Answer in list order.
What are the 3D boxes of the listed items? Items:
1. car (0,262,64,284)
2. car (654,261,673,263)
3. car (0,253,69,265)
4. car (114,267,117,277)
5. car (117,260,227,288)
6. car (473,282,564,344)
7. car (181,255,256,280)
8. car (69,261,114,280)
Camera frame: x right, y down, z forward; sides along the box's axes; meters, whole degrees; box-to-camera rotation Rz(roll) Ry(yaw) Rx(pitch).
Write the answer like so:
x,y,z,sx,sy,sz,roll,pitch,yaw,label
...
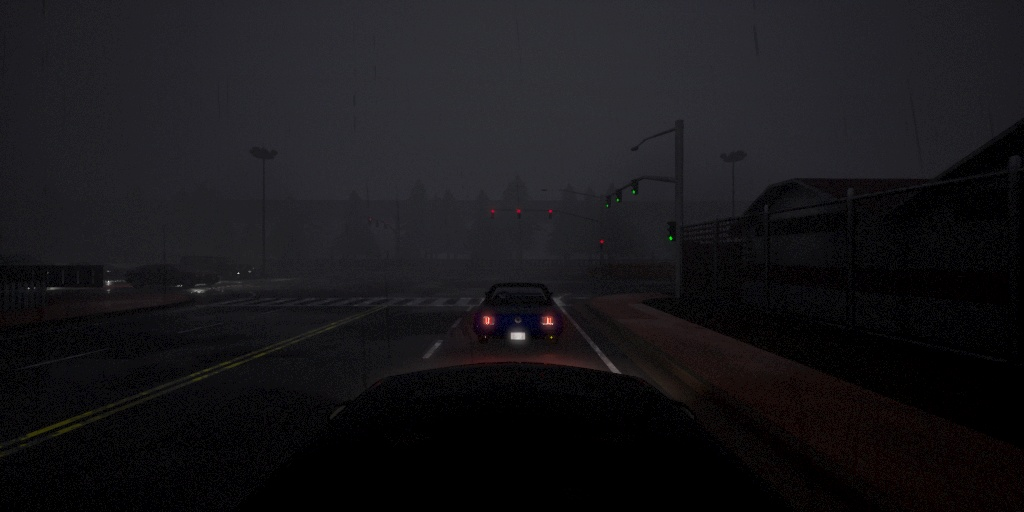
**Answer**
x,y,z,sx,sy,sz,roll,pitch,yaw,label
-32.298,1.285,23.058,4.181,1.385,1.994,1,0,-1,car
17.192,1.276,41.574,4.674,1.442,1.812,0,0,-1,car
-37.119,0.820,26.481,5.566,2.045,2.150,2,0,-1,car
-26.079,1.268,26.663,4.674,1.442,1.812,0,0,-1,car
-21.878,1.228,23.230,5.008,1.535,1.882,0,0,-1,car
0.191,1.351,9.556,1.895,1.301,4.718,0,0,2,car
-24.875,0.967,30.181,5.566,2.045,2.150,0,0,-1,car
-35.038,1.192,30.017,4.674,1.442,1.812,1,0,-1,car
